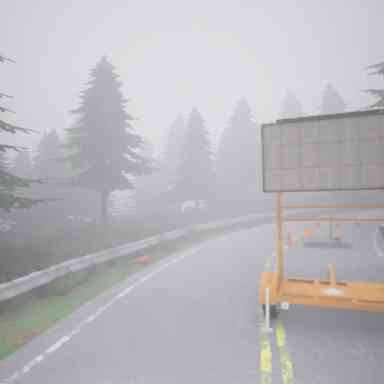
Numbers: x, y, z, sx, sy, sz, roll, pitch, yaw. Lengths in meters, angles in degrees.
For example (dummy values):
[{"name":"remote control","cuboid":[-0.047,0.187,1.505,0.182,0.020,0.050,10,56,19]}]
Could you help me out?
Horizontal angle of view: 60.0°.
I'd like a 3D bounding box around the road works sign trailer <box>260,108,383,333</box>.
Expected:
[{"name":"road works sign trailer","cuboid":[2.575,0.378,6.194,2.380,3.560,2.880,-2,0,21]}]
